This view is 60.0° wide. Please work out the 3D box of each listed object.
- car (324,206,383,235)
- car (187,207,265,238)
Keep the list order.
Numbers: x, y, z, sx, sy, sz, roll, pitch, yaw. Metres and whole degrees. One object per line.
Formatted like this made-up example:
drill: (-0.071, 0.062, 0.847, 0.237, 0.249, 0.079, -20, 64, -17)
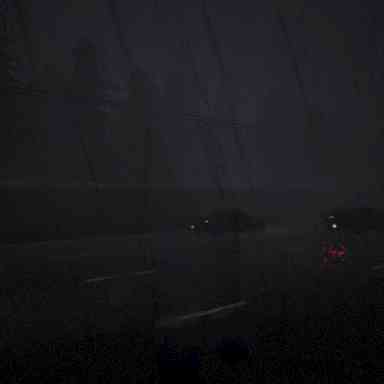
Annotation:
car: (9.592, 1.550, 19.194, 4.892, 1.490, 1.837, 0, 0, -36)
car: (1.913, 1.553, 18.012, 4.674, 1.442, 1.812, 0, 0, -36)
